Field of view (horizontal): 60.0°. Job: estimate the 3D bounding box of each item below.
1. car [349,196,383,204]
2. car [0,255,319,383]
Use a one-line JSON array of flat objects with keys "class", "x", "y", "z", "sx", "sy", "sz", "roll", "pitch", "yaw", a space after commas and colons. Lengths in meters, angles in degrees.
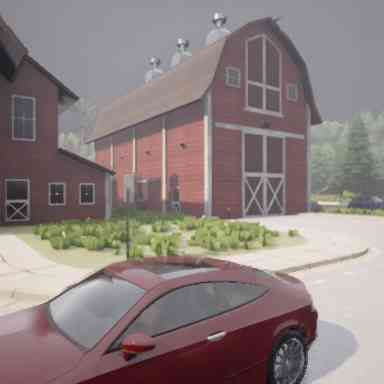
[{"class": "car", "x": 19.116, "y": 1.270, "z": 35.405, "sx": 2.097, "sy": 1.767, "sz": 4.553, "roll": 0, "pitch": 0, "yaw": -34}, {"class": "car", "x": -0.490, "y": 1.522, "z": 3.668, "sx": 4.674, "sy": 1.442, "sz": 1.812, "roll": 0, "pitch": 0, "yaw": -35}]
